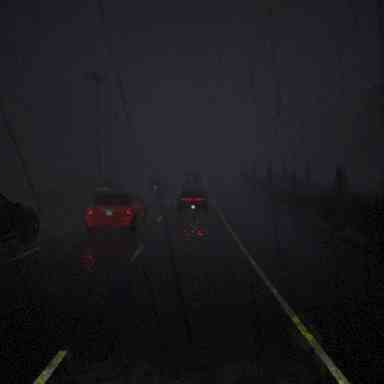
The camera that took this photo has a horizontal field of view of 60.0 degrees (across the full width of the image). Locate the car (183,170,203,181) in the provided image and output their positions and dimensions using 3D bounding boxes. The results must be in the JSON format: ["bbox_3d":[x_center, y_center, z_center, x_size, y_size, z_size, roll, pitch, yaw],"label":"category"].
[{"bbox_3d":[0.089,-1.668,37.281,2.097,1.767,4.553,0,8,2],"label":"car"}]

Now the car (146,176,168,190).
[{"bbox_3d":[-3.516,-1.022,34.297,1.895,1.301,4.718,0,8,0],"label":"car"}]

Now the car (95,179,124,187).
[{"bbox_3d":[-6.979,-0.324,28.199,2.128,1.511,4.902,0,7,0],"label":"car"}]

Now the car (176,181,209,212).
[{"bbox_3d":[0.057,0.385,21.937,1.837,1.490,4.892,0,6,0],"label":"car"}]

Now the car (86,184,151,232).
[{"bbox_3d":[-3.424,0.743,15.895,2.097,1.767,4.553,0,4,0],"label":"car"}]

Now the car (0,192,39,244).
[{"bbox_3d":[-6.911,0.943,10.349,2.150,2.045,5.566,0,3,0],"label":"car"}]
